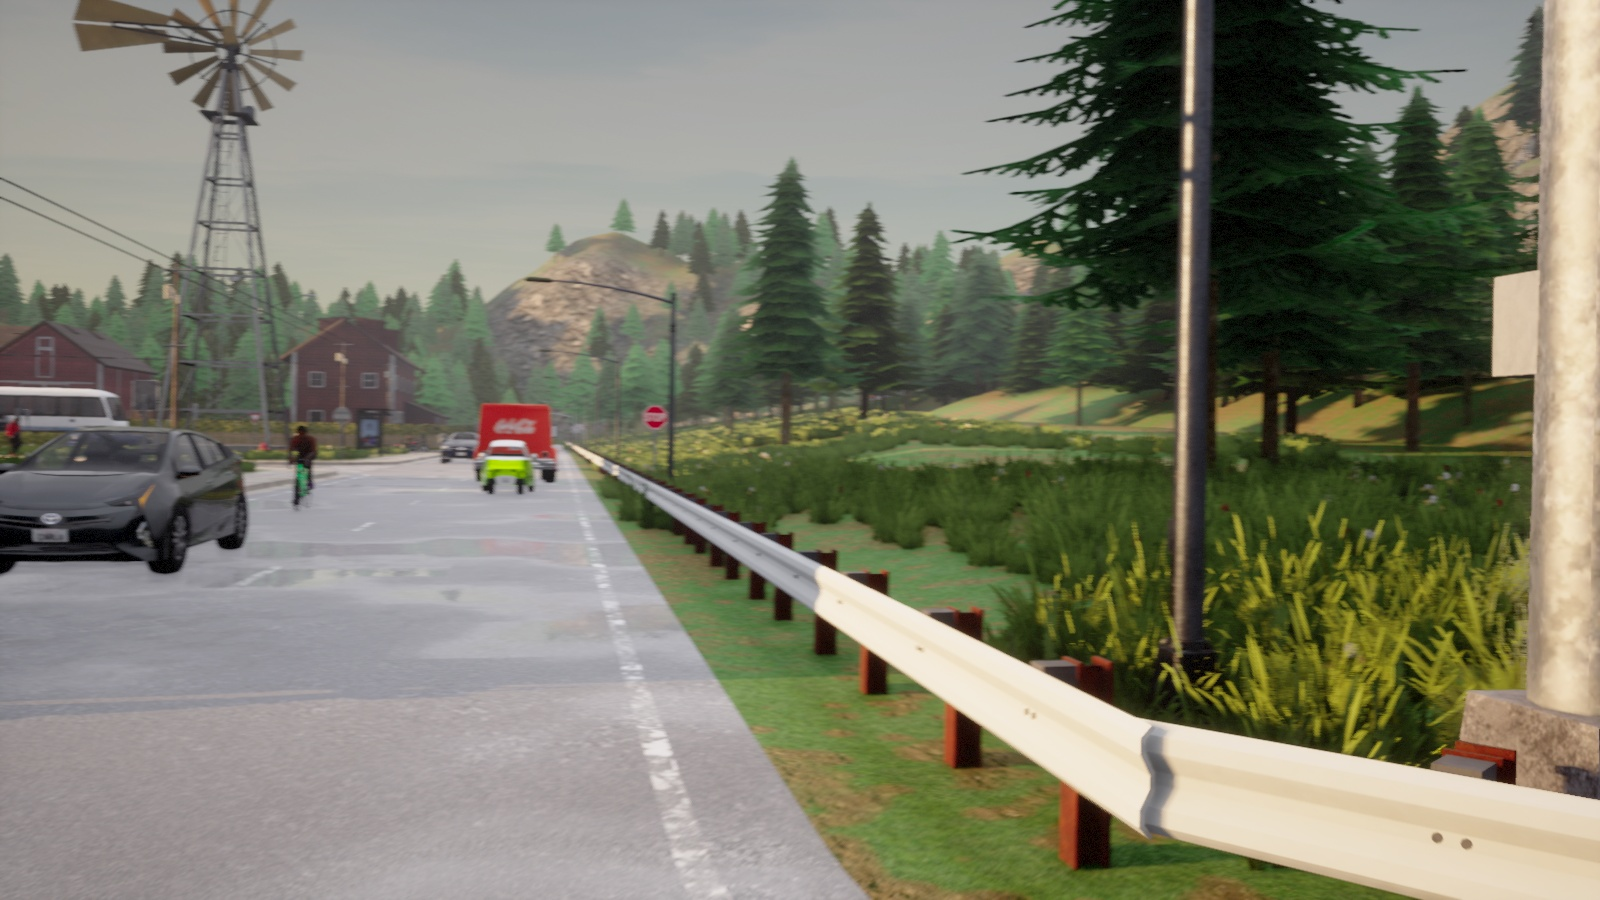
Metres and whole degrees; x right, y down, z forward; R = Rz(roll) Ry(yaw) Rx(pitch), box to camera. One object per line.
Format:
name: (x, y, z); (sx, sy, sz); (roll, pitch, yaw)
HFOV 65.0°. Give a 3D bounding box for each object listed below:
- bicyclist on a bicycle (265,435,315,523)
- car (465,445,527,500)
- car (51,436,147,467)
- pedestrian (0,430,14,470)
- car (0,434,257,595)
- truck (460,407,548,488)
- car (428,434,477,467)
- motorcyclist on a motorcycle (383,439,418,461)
bicyclist on a bicycle: (-9.657, 0.523, 23.820); (0.582, 1.620, 1.656); (0, 1, -11)
car: (-7.856, 0.552, 32.570); (1.481, 1.376, 2.207); (0, 0, -11)
car: (-42.031, 0.063, 75.333); (2.097, 1.767, 4.553); (0, 0, 37)
pedestrian: (-36.354, 0.000, 57.066); (0.899, 1.844, 0.634); (0, 0, 8)
car: (-7.700, 0.592, 14.149); (2.007, 1.525, 4.514); (0, 0, -11)
truck: (-9.576, -0.065, 41.051); (2.627, 2.467, 5.204); (0, 0, -11)
car: (-18.128, 0.023, 65.683); (2.152, 1.651, 5.027); (0, 0, -11)
motorcyclist on a motorcycle: (-29.152, 0.002, 91.718); (2.350, 1.649, 0.766); (0, 0, -13)
